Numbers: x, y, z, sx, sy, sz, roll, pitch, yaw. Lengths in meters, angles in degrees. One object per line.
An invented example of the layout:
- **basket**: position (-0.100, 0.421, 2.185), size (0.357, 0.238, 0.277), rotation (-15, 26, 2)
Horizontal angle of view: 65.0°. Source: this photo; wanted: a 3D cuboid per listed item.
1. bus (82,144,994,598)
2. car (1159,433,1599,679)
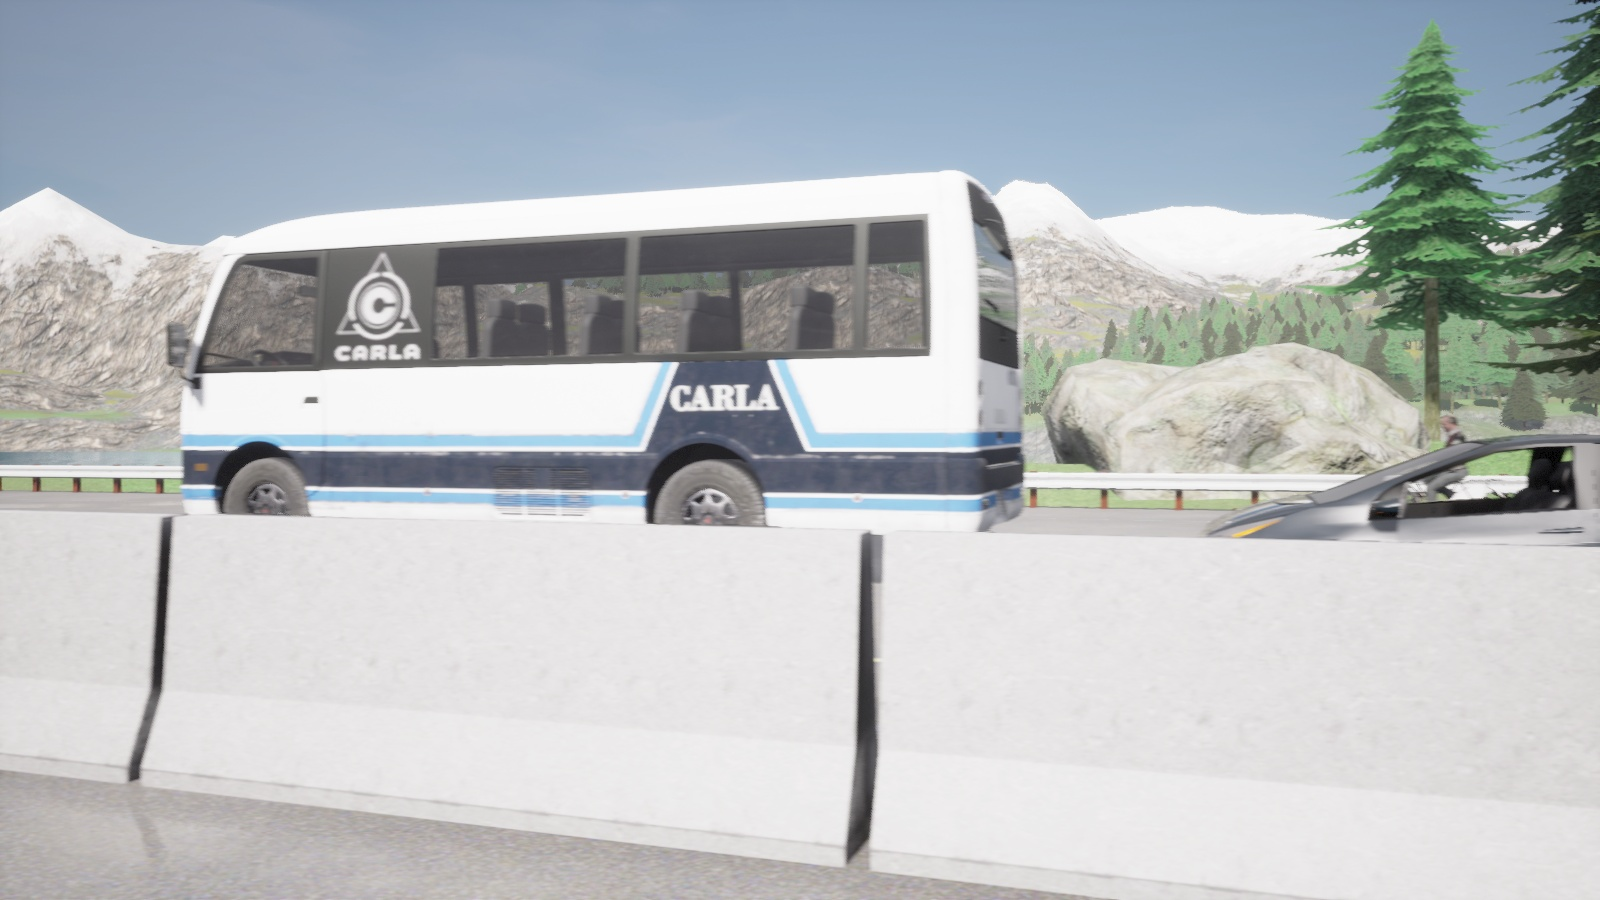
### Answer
- **bus**: position (-3.109, -0.807, 15.297), size (10.273, 4.253, 3.944), rotation (1, 1, 19)
- **car**: position (4.950, 0.649, 8.912), size (4.514, 1.525, 2.007), rotation (1, 1, 19)
